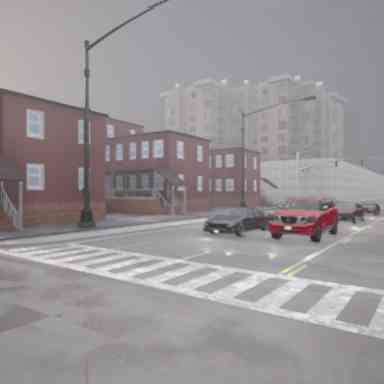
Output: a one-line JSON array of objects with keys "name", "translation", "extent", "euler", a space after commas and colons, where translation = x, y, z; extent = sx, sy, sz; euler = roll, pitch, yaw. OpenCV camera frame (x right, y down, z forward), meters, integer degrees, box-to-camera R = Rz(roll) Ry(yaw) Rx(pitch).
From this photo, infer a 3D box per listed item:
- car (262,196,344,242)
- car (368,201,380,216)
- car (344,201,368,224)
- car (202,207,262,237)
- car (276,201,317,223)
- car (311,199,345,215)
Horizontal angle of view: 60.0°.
[{"name": "car", "translation": [5.804, 1.225, 16.846], "extent": [2.150, 2.045, 5.566], "euler": [0, 0, 35]}, {"name": "car", "translation": [17.436, 1.568, 33.108], "extent": [1.994, 1.385, 4.181], "euler": [0, 0, 35]}, {"name": "car", "translation": [11.592, 1.482, 24.951], "extent": [1.882, 1.535, 5.008], "euler": [0, 0, 35]}, {"name": "car", "translation": [2.723, 1.554, 18.554], "extent": [2.033, 1.411, 5.357], "euler": [0, 0, 35]}, {"name": "car", "translation": [8.445, 1.532, 26.551], "extent": [1.812, 1.442, 4.674], "euler": [0, 0, 35]}, {"name": "car", "translation": [14.215, 1.498, 34.618], "extent": [2.128, 1.511, 4.902], "euler": [0, 0, 36]}]
